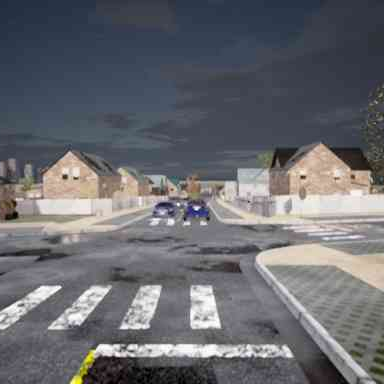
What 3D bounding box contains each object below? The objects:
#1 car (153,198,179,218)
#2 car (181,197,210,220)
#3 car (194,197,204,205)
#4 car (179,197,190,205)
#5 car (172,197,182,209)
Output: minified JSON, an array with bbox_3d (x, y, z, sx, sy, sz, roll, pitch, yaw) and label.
[{"bbox_3d":[-2.480,1.556,30.758,1.812,1.442,4.674,0,0,1],"label":"car"},{"bbox_3d":[0.424,1.378,28.526,2.097,1.767,4.553,0,0,1],"label":"car"},{"bbox_3d":[1.372,1.722,62.364,1.812,1.442,4.674,0,0,3],"label":"car"},{"bbox_3d":[-1.382,1.721,62.963,1.812,1.442,4.674,0,-1,3],"label":"car"},{"bbox_3d":[-2.100,1.436,44.918,2.097,1.767,4.553,0,0,2],"label":"car"}]
